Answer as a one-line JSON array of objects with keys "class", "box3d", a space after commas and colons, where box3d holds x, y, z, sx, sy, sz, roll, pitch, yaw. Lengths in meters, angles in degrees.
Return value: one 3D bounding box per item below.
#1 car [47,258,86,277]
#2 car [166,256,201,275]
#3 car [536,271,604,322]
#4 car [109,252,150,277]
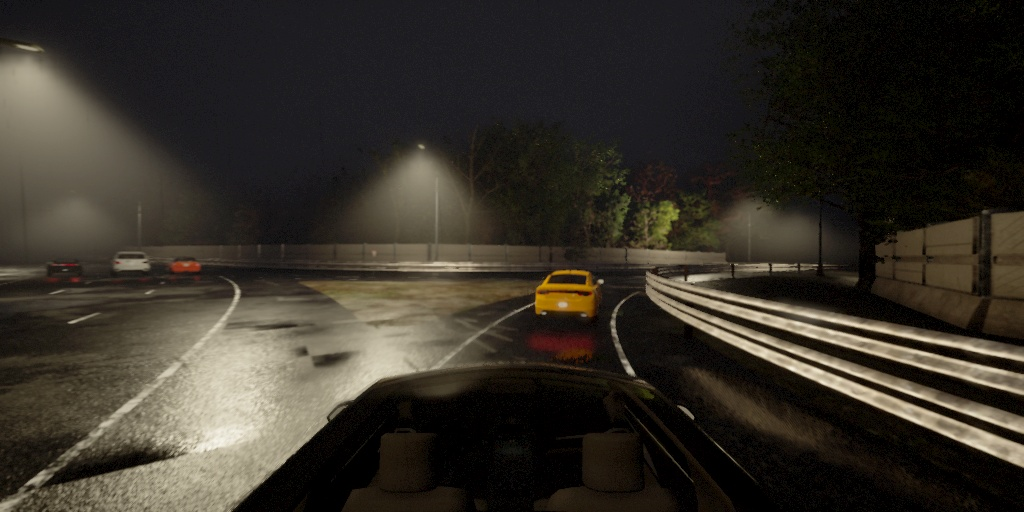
[{"class": "car", "box3d": [-37.195, 0.888, 29.912, 4.902, 1.511, 2.128, 1, 0, 40]}, {"class": "car", "box3d": [-30.863, 0.810, 33.686, 4.553, 1.767, 2.097, 1, 0, 42]}, {"class": "car", "box3d": [2.156, 1.251, 12.718, 1.882, 1.535, 5.008, 0, 0, 16]}, {"class": "car", "box3d": [-33.122, 0.657, 31.103, 5.566, 2.045, 2.150, 1, 0, 41]}]
